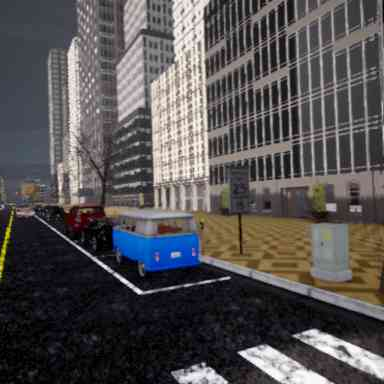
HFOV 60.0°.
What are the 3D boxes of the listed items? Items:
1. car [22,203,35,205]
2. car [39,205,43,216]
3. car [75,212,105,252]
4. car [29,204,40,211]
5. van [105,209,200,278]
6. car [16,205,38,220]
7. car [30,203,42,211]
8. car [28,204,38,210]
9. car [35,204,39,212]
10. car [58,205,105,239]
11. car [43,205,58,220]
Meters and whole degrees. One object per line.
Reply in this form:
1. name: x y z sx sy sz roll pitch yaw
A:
1. car: -24.505 2.590 48.539 2.097 1.767 4.553 -2 -1 -28
2. car: -19.220 2.507 45.092 1.882 1.535 5.008 -2 -1 -28
3. car: -3.891 1.823 15.335 1.947 1.339 4.313 -1 -1 -28
4. car: -35.010 3.384 73.829 2.008 1.369 4.403 -1 -1 -28
5. van: -1.304 1.471 10.463 1.690 1.788 3.998 -1 -1 -28
6. car: -20.277 2.625 40.610 1.895 1.301 4.718 -2 -1 -28
7. car: -32.421 3.138 68.955 1.967 1.590 4.097 -1 -1 -28
8. car: -37.604 3.519 78.704 2.008 1.369 4.403 -1 -1 -28
9. car: -27.231 2.995 59.205 1.947 1.339 4.313 -1 -1 -28
10. car: -6.492 1.700 20.213 2.192 1.841 5.009 -1 -1 -28
11. car: -15.927 2.368 38.916 1.837 1.490 4.892 -2 -1 -28
